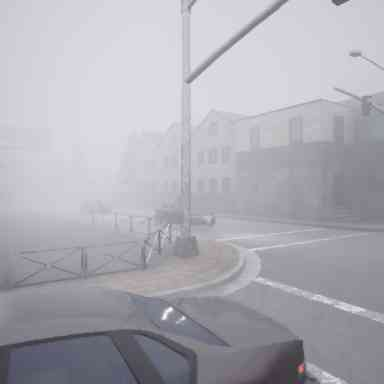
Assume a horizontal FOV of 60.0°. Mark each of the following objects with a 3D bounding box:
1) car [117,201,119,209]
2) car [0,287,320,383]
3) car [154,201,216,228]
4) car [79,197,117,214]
[{"bbox_3d":[-10.516,1.328,40.428,1.837,1.490,4.892,0,0,-35],"label":"car"},{"bbox_3d":[-1.513,1.548,2.346,5.357,1.411,2.033,0,0,-29],"label":"car"},{"bbox_3d":[-0.526,1.316,19.943,2.128,1.511,4.902,0,0,-35],"label":"car"},{"bbox_3d":[-9.396,1.425,32.478,1.895,1.301,4.718,0,0,-35],"label":"car"}]
